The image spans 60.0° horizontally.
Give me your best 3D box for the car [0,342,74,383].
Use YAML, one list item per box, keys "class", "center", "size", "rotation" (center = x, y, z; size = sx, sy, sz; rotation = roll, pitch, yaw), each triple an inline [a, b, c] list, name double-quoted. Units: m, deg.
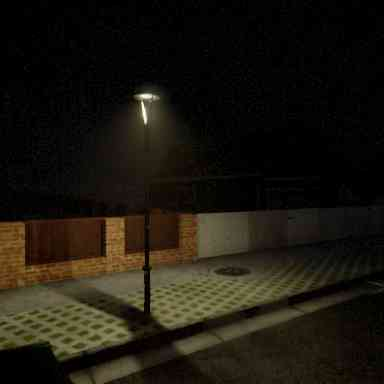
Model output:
- class: "car"
  center: [-2.711, 1.602, 1.082]
  size: [4.718, 1.301, 1.895]
  rotation: [0, 0, -36]
